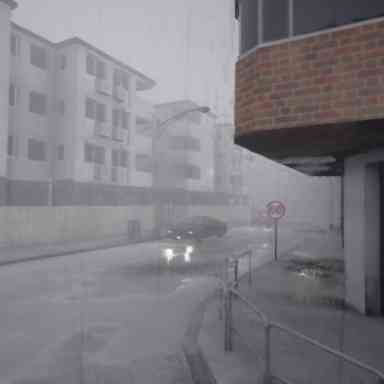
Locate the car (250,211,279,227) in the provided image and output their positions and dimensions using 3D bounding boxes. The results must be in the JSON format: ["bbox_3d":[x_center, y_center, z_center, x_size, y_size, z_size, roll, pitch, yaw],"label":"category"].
[{"bbox_3d":[7.416,2.701,33.677,1.812,1.442,4.674,0,-2,29],"label":"car"}]

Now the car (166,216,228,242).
[{"bbox_3d":[0.511,2.245,20.964,2.033,1.411,5.357,0,-2,28],"label":"car"}]
